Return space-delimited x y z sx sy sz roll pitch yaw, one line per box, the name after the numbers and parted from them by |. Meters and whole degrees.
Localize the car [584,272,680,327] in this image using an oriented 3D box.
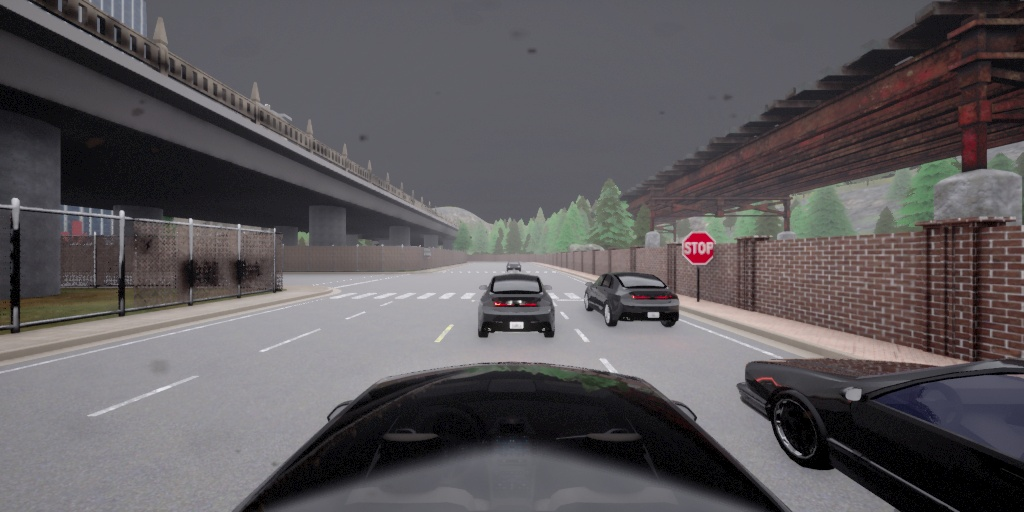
3.608 1.255 11.545 1.837 1.490 4.892 0 0 0 | car

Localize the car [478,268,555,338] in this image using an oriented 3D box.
0.105 1.255 10.188 1.837 1.490 4.892 0 0 0 | car

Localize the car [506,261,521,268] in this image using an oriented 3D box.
0.221 1.351 46.366 1.895 1.301 4.718 0 0 -1 | car

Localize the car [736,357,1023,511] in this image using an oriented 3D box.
3.600 1.297 1.798 2.033 1.411 5.357 0 0 0 | car
